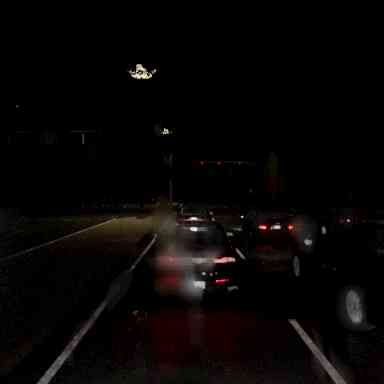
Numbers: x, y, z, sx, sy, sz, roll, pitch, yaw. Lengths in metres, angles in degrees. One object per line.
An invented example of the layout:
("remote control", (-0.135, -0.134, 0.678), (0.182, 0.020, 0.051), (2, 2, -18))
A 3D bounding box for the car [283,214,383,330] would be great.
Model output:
("car", (3.593, 1.471, 6.890), (1.882, 1.535, 5.008), (0, 0, 0))

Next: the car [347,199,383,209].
("car", (22.932, 1.559, 43.725), (4.718, 1.301, 1.895), (0, 0, 1))

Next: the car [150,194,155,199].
("car", (-11.550, 1.415, 93.399), (1.812, 1.442, 4.674), (0, 0, 0))

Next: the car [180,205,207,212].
("car", (0.084, 1.487, 17.916), (1.837, 1.490, 4.892), (0, 0, 0))

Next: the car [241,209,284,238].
("car", (3.586, 1.531, 16.510), (2.033, 1.411, 5.357), (0, 0, 0))

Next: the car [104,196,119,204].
("car", (-15.109, 1.418, 62.457), (1.882, 1.535, 5.008), (0, 0, 0))

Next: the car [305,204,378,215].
("car", (7.084, 1.488, 16.974), (1.837, 1.490, 4.892), (0, 0, 0))

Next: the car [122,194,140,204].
("car", (-11.623, 1.504, 62.553), (1.994, 1.385, 4.181), (0, 0, 1))

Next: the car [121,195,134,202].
("car", (-15.078, 1.465, 77.776), (2.033, 1.411, 5.357), (0, 0, 0))

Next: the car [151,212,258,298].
("car", (0.091, 1.483, 8.495), (2.128, 1.511, 4.902), (0, 0, 0))

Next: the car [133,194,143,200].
("car", (-15.052, 1.421, 93.258), (2.128, 1.511, 4.902), (0, 0, 0))

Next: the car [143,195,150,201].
("car", (-11.578, 1.426, 77.456), (1.837, 1.490, 4.892), (0, 0, 0))
